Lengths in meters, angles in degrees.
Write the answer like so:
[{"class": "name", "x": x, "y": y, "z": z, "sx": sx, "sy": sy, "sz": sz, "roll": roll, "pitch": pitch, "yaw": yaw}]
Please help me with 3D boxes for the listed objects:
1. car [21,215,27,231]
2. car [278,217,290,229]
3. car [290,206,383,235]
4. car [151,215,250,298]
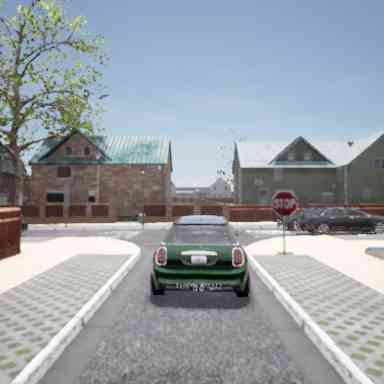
[{"class": "car", "x": -11.999, "y": 1.446, "z": 18.025, "sx": 5.566, "sy": 2.045, "sz": 2.150, "roll": 1, "pitch": -2, "yaw": 1}, {"class": "car", "x": 7.846, "y": 1.640, "z": 20.725, "sx": 4.892, "sy": 1.490, "sz": 1.837, "roll": 0, "pitch": -2, "yaw": 1}, {"class": "car", "x": 8.096, "y": 1.545, "z": 17.773, "sx": 4.892, "sy": 1.490, "sz": 1.837, "roll": 0, "pitch": -2, "yaw": 1}, {"class": "car", "x": 0.299, "y": 1.406, "z": 8.883, "sx": 2.097, "sy": 1.767, "sz": 4.553, "roll": 0, "pitch": 0, "yaw": 4}]
